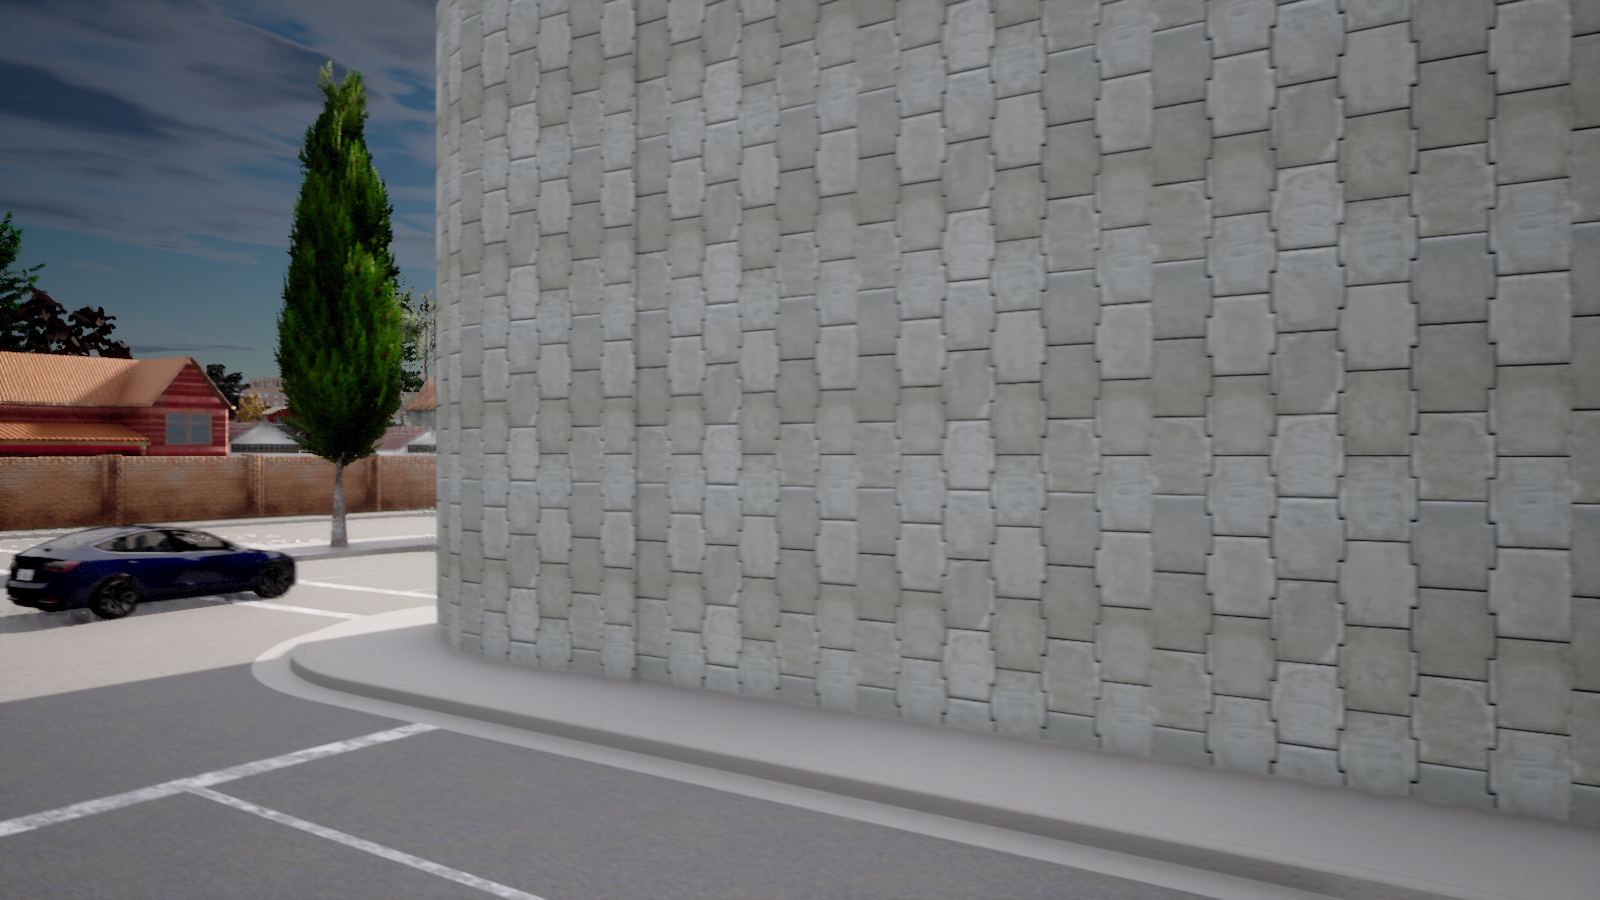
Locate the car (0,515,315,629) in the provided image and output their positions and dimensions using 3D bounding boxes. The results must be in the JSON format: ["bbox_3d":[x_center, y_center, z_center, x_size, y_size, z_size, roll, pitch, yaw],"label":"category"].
[{"bbox_3d":[-11.483,2.069,20.532,2.163,1.488,4.792,0,0,28],"label":"car"}]
